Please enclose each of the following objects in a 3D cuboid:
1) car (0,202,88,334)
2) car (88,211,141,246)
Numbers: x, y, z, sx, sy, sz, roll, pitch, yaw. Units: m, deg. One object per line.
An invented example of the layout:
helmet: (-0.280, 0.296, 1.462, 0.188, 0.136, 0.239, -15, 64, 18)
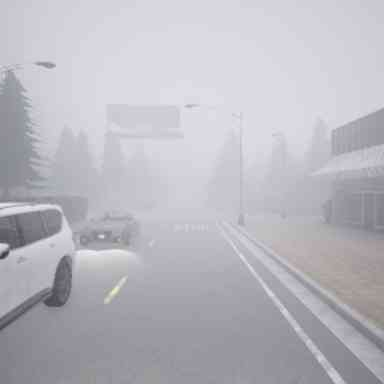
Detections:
car: (-3.600, 1.229, 5.123, 2.150, 2.045, 5.566, 0, 0, 0)
car: (-3.576, 1.581, 15.188, 1.994, 1.385, 4.181, 0, 0, 0)
